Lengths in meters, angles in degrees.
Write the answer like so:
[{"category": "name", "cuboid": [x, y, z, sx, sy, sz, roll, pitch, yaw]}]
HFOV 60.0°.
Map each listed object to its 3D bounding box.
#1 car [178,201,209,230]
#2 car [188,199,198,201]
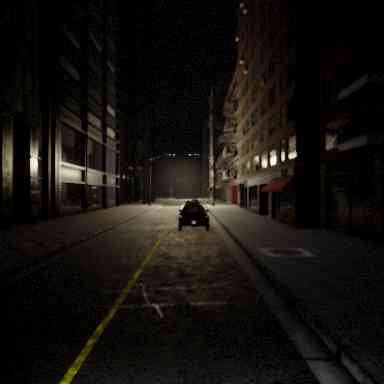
[{"category": "car", "cuboid": [0.108, 1.525, 21.040, 1.812, 1.442, 4.674, 0, 0, 0]}, {"category": "car", "cuboid": [0.117, 1.559, 39.637, 1.994, 1.385, 4.181, 0, 0, 0]}]
